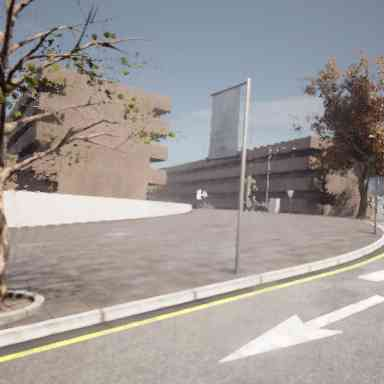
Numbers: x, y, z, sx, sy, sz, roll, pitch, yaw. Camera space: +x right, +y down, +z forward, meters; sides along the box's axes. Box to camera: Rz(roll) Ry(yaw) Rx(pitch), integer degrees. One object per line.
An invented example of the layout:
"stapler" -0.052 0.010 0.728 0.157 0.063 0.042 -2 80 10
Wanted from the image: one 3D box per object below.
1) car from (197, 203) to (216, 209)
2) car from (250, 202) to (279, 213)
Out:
"car" 2.594 2.749 59.621 2.128 1.511 4.902 5 -6 -25
"car" 9.624 2.047 44.224 2.128 1.511 4.902 5 -2 -23
